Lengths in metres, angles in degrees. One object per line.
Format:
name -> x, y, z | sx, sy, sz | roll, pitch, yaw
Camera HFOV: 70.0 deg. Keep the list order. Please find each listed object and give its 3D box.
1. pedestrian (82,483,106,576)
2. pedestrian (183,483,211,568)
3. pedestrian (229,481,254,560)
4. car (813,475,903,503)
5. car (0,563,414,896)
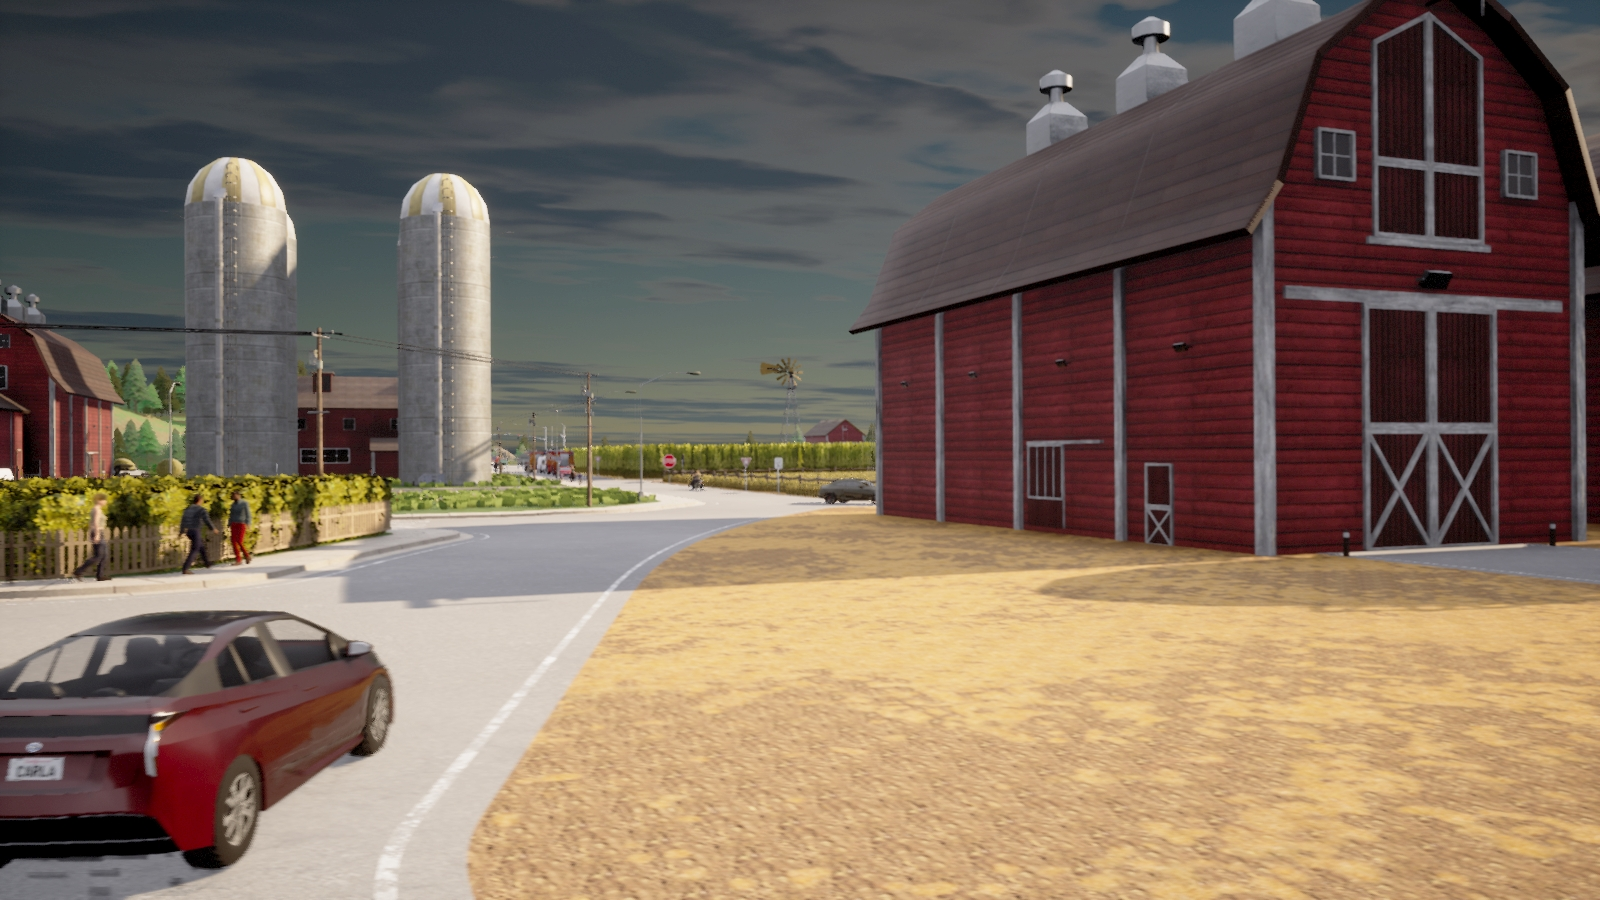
pedestrian -> -14.474, 1.622, 23.424 | 0.375, 1.860, 0.375 | 0, 0, -38
pedestrian -> -13.386, 1.676, 25.355 | 0.375, 1.860, 0.375 | 0, 0, 18
pedestrian -> -13.451, 1.693, 27.515 | 0.375, 1.860, 0.375 | 0, 0, 11
car -> 3.271, 2.189, 64.414 | 4.674, 1.442, 2.002 | 0, 0, 26
car -> -4.692, 1.867, 8.960 | 2.007, 1.525, 4.514 | 0, 0, -3
